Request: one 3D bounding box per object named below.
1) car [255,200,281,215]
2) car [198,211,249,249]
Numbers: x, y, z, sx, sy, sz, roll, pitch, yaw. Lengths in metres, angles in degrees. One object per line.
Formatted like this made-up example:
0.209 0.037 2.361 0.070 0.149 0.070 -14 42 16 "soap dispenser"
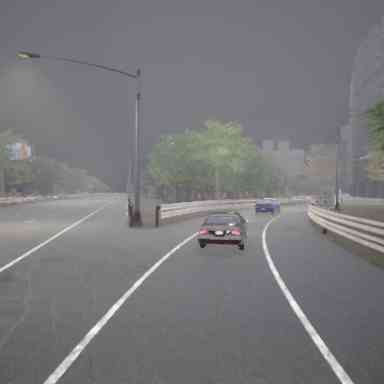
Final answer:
8.063 1.541 35.086 1.882 1.535 5.008 0 0 25 "car"
1.487 1.562 14.819 2.033 1.411 5.357 0 0 11 "car"
